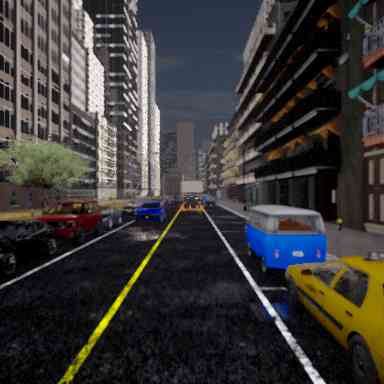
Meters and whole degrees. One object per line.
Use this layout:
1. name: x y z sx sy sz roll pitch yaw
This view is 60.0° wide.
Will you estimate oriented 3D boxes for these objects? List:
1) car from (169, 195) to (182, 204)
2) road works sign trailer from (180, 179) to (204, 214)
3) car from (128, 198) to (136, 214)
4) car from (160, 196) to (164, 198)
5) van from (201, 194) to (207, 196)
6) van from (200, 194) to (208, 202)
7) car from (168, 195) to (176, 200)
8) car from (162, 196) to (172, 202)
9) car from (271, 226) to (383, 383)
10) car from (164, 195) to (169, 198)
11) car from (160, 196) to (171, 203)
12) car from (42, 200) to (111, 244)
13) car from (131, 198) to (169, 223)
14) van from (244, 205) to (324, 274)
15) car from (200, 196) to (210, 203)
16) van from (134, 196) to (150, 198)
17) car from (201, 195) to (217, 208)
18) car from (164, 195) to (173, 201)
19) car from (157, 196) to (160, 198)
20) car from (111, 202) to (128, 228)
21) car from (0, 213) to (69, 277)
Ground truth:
1. car: -3.015 1.371 66.318 2.097 1.767 4.553 0 0 0
2. road works sign trailer: -0.002 0.467 34.291 2.380 3.560 2.880 0 0 0
3. car: -5.695 1.553 32.393 2.008 1.369 4.403 0 0 0
4. car: -5.696 1.576 48.961 1.947 1.339 4.313 0 0 0
5. van: 2.683 1.361 60.007 1.690 1.788 3.998 0 0 0
6. van: 2.682 1.382 76.575 1.690 1.788 3.998 0 0 0
7. car: -5.700 1.630 93.144 1.947 1.339 4.313 0 0 0
8. car: -5.699 1.591 76.575 2.008 1.369 4.403 0 0 0
9. car: 2.688 1.524 4.949 1.752 1.417 4.829 0 0 0
10. car: -5.697 1.459 60.008 1.967 1.590 4.097 0 0 0
11. car: -5.698 1.583 71.052 2.008 1.369 4.403 0 0 0
12. car: -5.694 1.313 15.823 2.192 1.841 5.009 0 0 0
13. car: -3.098 1.477 25.430 1.882 1.535 5.008 0 0 0
14. van: 2.688 1.339 10.302 1.690 1.788 3.998 0 0 0
15. car: 2.683 1.578 71.052 1.887 1.381 4.507 0 0 0
16. van: -5.696 1.345 37.915 1.690 1.788 3.998 0 0 0
17. car: 2.685 1.561 48.962 2.008 1.369 4.403 0 0 0
18. car: -5.699 1.488 82.099 1.967 1.590 4.097 0 0 0
19. car: -5.696 1.551 43.438 1.887 1.381 4.507 0 0 0
20. car: -5.694 1.549 21.347 2.008 1.369 4.403 0 0 0
21. car: -5.693 1.563 10.302 1.947 1.339 4.313 0 0 0
